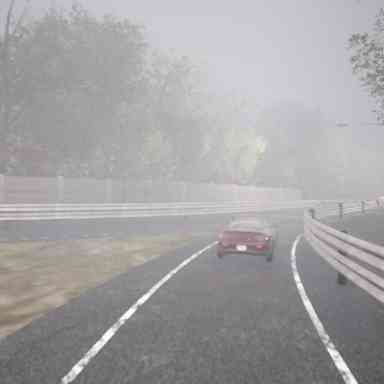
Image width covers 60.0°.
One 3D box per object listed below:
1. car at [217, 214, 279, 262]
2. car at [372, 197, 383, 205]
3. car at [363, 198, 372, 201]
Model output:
[{"bbox_3d":[2.158,1.542,12.334,1.812,1.442,4.674,1,0,16],"label":"car"},{"bbox_3d":[35.219,1.750,61.354,1.882,1.535,5.008,1,0,37],"label":"car"},{"bbox_3d":[36.396,1.895,68.294,1.895,1.301,4.718,1,0,37],"label":"car"}]
